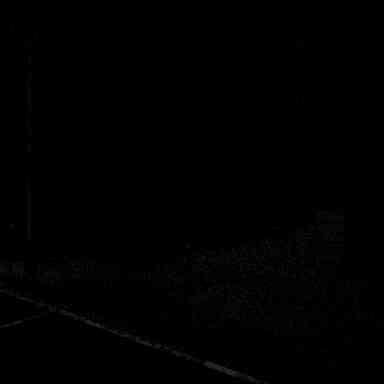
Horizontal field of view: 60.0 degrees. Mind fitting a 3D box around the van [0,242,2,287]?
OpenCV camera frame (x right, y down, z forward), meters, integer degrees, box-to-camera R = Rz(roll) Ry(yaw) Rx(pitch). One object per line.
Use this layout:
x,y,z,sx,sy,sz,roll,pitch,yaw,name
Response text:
-5.763,1.339,7.182,3.998,1.788,1.690,0,0,35,van
